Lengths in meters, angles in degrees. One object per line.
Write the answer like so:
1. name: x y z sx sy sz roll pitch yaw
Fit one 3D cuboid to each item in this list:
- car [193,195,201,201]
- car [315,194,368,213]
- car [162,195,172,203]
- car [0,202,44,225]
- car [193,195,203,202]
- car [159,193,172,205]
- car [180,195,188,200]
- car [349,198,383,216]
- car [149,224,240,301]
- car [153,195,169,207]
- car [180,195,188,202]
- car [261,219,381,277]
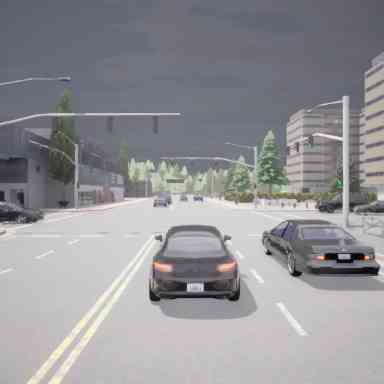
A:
1. car: 1.302 1.500 88.810 1.837 1.490 4.892 0 0 -1
2. car: 16.284 1.222 35.967 5.566 2.045 2.150 0 0 -2
3. car: -5.219 1.500 70.194 1.837 1.490 4.892 0 0 -1
4. car: -13.193 1.506 23.732 4.892 1.490 1.837 0 0 -2
5. car: 1.565 1.478 78.672 1.882 1.535 5.008 0 0 -1
6. car: -5.020 1.221 59.835 2.150 2.045 5.566 0 0 -1
7. car: -2.197 1.467 88.737 1.994 1.385 4.181 0 0 -1
8. car: 18.220 1.526 32.499 4.674 1.442 1.812 0 0 -2
9. car: 0.035 1.526 8.182 1.812 1.442 4.674 0 0 -1
10. car: -4.783 1.526 50.408 1.812 1.442 4.674 0 0 -2
11. car: -1.922 1.533 78.102 2.033 1.411 5.357 0 0 -1
12. car: 3.533 1.547 10.240 2.033 1.411 5.357 0 0 0
